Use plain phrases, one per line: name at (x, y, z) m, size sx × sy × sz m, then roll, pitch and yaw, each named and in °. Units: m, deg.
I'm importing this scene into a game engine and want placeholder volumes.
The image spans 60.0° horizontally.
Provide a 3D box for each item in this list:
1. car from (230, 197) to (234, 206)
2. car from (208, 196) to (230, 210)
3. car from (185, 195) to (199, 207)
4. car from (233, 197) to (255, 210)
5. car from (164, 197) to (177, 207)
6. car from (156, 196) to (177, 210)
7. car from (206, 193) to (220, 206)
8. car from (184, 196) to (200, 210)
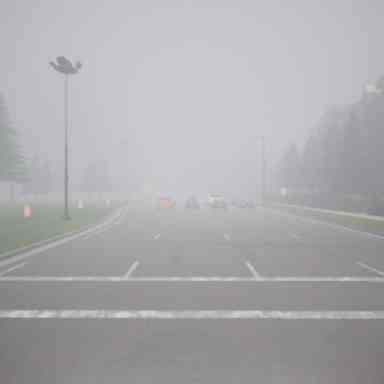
car at (7.006, 1.561, 53.866) m, size 2.033 × 1.411 × 5.357 m, roll 0°, pitch 0°, yaw 0°
car at (3.505, 1.575, 43.866) m, size 1.994 × 1.385 × 4.181 m, roll 0°, pitch 0°, yaw 0°
car at (0.006, 1.366, 53.837) m, size 2.097 × 1.767 × 4.553 m, roll 0°, pitch 0°, yaw 0°
car at (7.005, 1.612, 43.895) m, size 1.895 × 1.301 × 4.718 m, roll 0°, pitch 0°, yaw 0°
car at (-3.494, 1.540, 53.867) m, size 1.812 × 1.442 × 4.674 m, roll 0°, pitch 0°, yaw 0°
car at (-3.495, 1.364, 43.837) m, size 2.097 × 1.767 × 4.553 m, roll 0°, pitch 0°, yaw 0°
car at (3.506, 1.236, 53.897) m, size 2.150 × 2.045 × 5.566 m, roll 0°, pitch 0°, yaw 0°
car at (0.005, 1.575, 43.833) m, size 1.994 × 1.385 × 4.181 m, roll 0°, pitch 0°, yaw 0°
